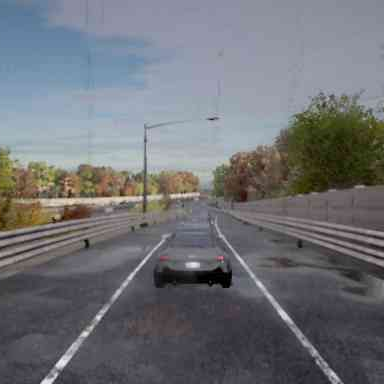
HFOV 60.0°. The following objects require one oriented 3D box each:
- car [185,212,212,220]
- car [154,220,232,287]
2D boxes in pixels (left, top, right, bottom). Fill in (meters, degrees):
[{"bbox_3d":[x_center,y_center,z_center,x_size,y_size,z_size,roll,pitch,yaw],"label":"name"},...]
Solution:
[{"bbox_3d":[0.299,2.082,19.583,2.033,1.411,5.357,0,-3,1],"label":"car"},{"bbox_3d":[0.034,1.746,9.854,1.994,1.385,4.181,0,-1,0],"label":"car"}]
